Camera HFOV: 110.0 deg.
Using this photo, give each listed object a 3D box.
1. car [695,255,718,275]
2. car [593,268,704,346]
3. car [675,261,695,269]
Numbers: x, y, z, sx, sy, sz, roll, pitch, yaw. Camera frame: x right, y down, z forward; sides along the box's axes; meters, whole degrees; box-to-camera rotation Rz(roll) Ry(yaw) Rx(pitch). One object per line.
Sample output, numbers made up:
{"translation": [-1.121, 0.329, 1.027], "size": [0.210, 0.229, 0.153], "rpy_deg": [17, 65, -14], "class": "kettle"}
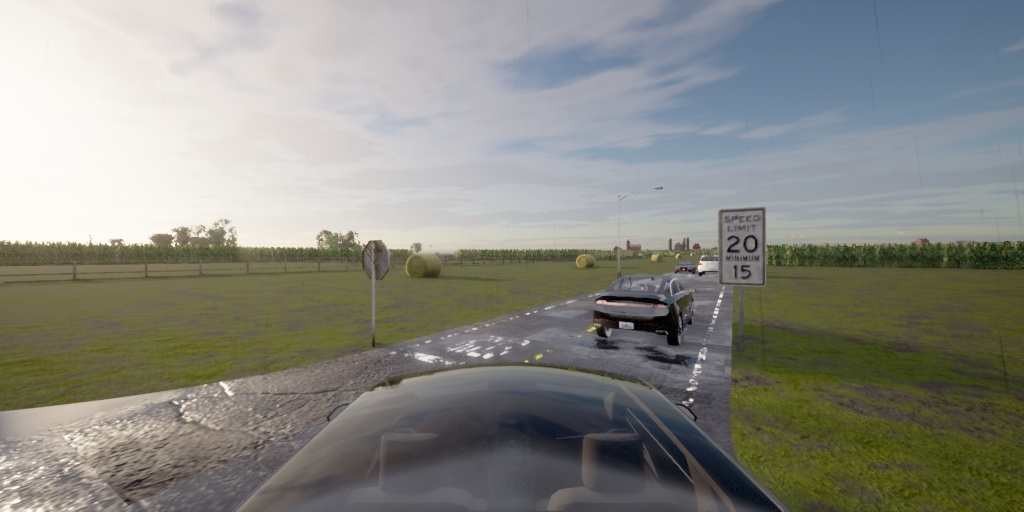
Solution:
{"translation": [20.151, 0.946, 36.093], "size": [2.150, 2.045, 5.566], "rpy_deg": [0, 0, 33], "class": "car"}
{"translation": [3.670, 1.241, 9.566], "size": [2.128, 1.511, 4.902], "rpy_deg": [0, 0, 32], "class": "car"}
{"translation": [19.857, 1.282, 40.943], "size": [1.994, 1.385, 4.181], "rpy_deg": [0, 0, 32], "class": "car"}
